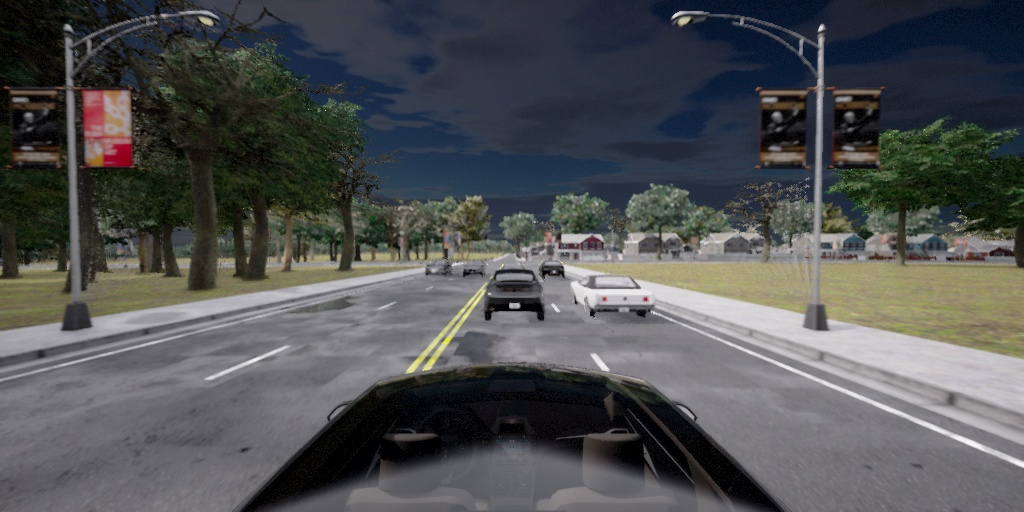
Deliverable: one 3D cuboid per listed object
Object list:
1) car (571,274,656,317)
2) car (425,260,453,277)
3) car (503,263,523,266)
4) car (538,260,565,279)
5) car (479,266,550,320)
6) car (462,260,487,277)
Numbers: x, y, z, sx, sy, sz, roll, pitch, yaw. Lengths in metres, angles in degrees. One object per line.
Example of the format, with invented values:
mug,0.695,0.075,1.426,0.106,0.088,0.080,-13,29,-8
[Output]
car,3.332,1.297,12.851,1.895,1.301,4.718,0,0,0
car,-6.599,1.091,32.712,2.128,1.511,4.902,0,0,0
car,0.081,1.224,27.809,1.895,1.301,4.718,0,0,0
car,3.340,1.086,30.804,1.882,1.535,5.008,0,0,0
car,0.079,1.197,12.373,1.837,1.490,4.892,0,-1,0
car,-3.350,1.106,32.603,1.837,1.490,4.892,0,0,0
